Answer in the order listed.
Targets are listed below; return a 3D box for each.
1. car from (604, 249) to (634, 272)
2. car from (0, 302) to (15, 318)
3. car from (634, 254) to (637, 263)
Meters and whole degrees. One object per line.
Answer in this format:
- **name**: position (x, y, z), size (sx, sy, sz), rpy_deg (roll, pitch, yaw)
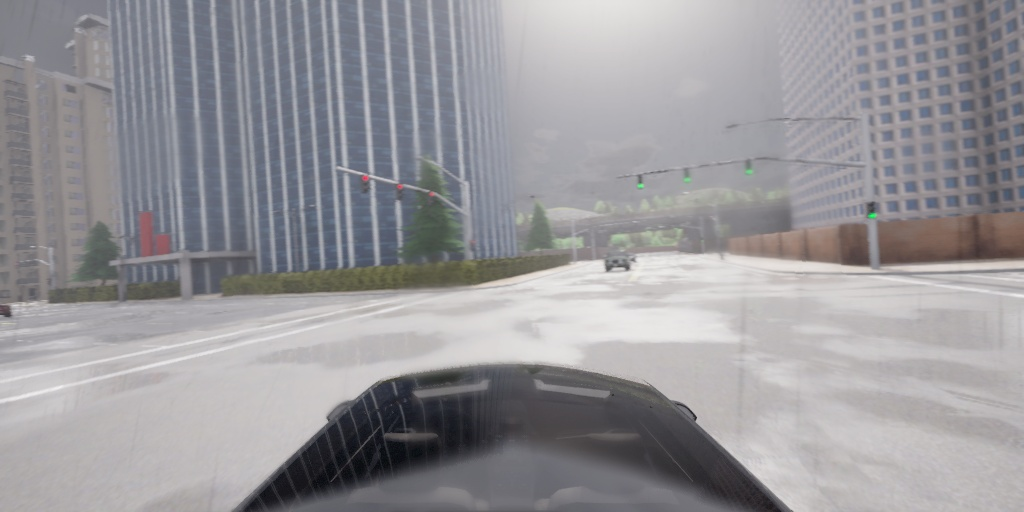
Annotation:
- **car**: position (10.408, 0.414, 35.215), size (2.150, 2.045, 5.566), rpy_deg (-4, 0, 22)
- **car**: position (-42.317, 4.355, 28.746), size (4.674, 1.442, 1.812), rpy_deg (-4, 0, 21)
- **car**: position (17.668, 0.290, 53.767), size (1.837, 1.490, 4.892), rpy_deg (-4, -1, 21)
